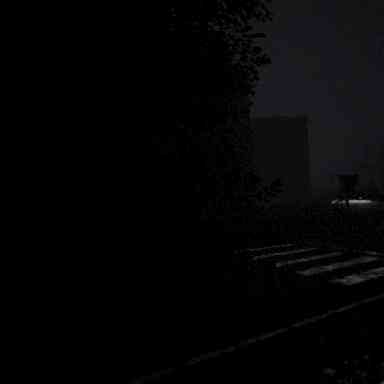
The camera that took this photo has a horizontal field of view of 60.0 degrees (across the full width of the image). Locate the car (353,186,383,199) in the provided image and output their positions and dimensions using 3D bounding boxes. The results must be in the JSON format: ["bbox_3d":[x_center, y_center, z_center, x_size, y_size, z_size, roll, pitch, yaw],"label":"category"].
[{"bbox_3d":[20.818,0.038,39.009,5.357,1.411,2.033,-6,3,-42],"label":"car"}]
